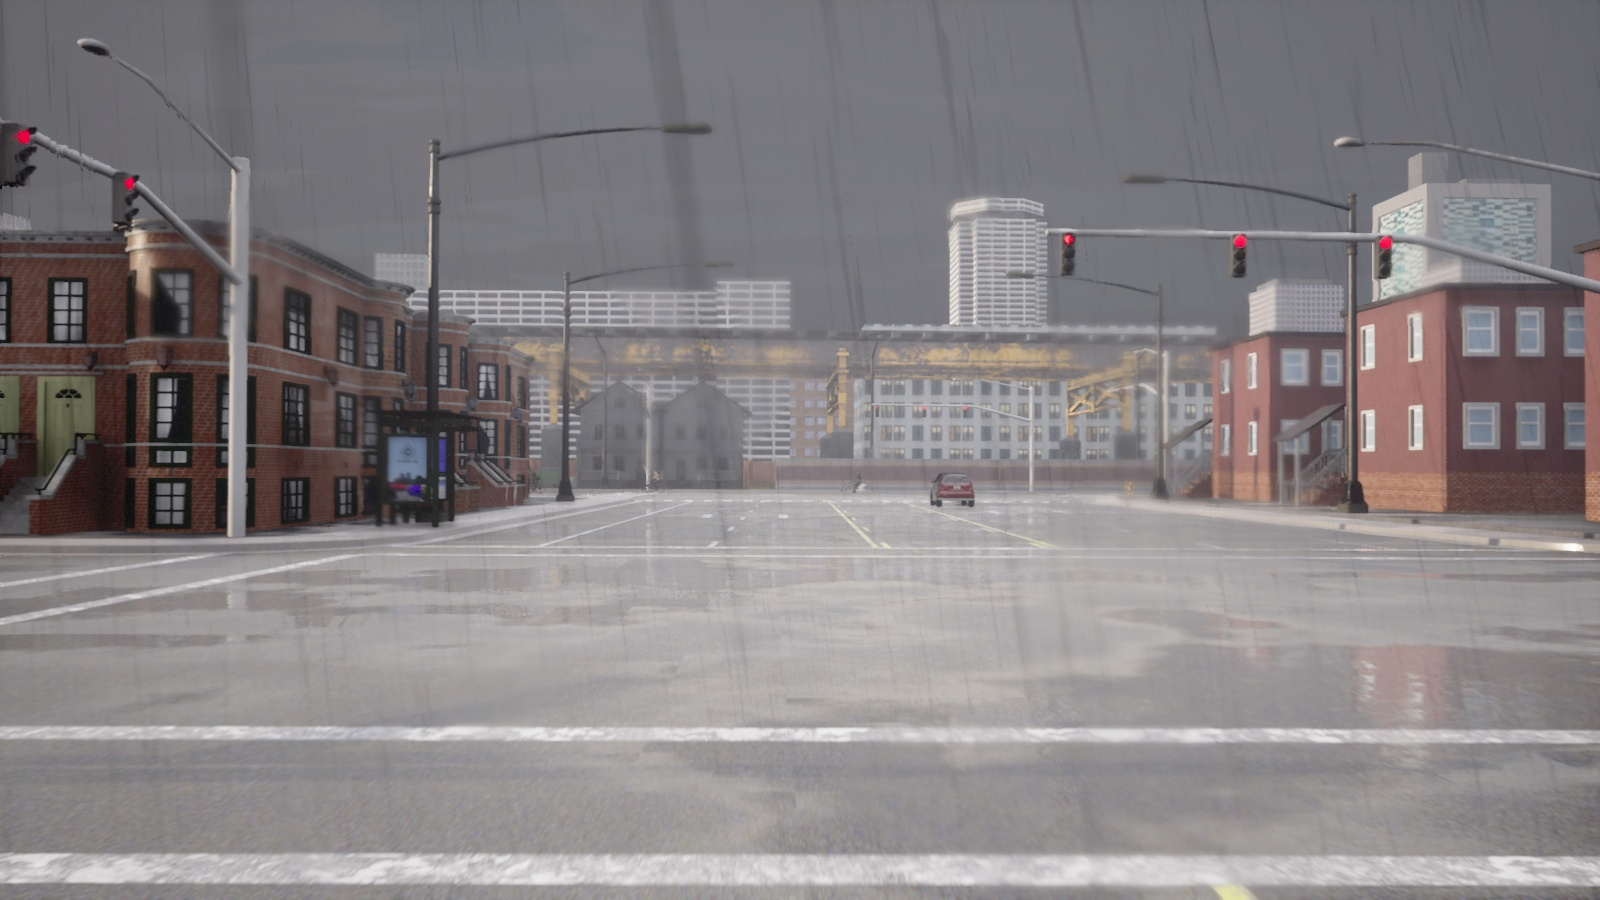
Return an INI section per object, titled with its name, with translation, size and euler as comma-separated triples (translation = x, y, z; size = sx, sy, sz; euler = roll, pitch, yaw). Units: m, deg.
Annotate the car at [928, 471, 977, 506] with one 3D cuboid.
[car]
translation = 6.862, 1.717, 56.815
size = 1.789, 1.549, 3.705
euler = 0, -1, 0
